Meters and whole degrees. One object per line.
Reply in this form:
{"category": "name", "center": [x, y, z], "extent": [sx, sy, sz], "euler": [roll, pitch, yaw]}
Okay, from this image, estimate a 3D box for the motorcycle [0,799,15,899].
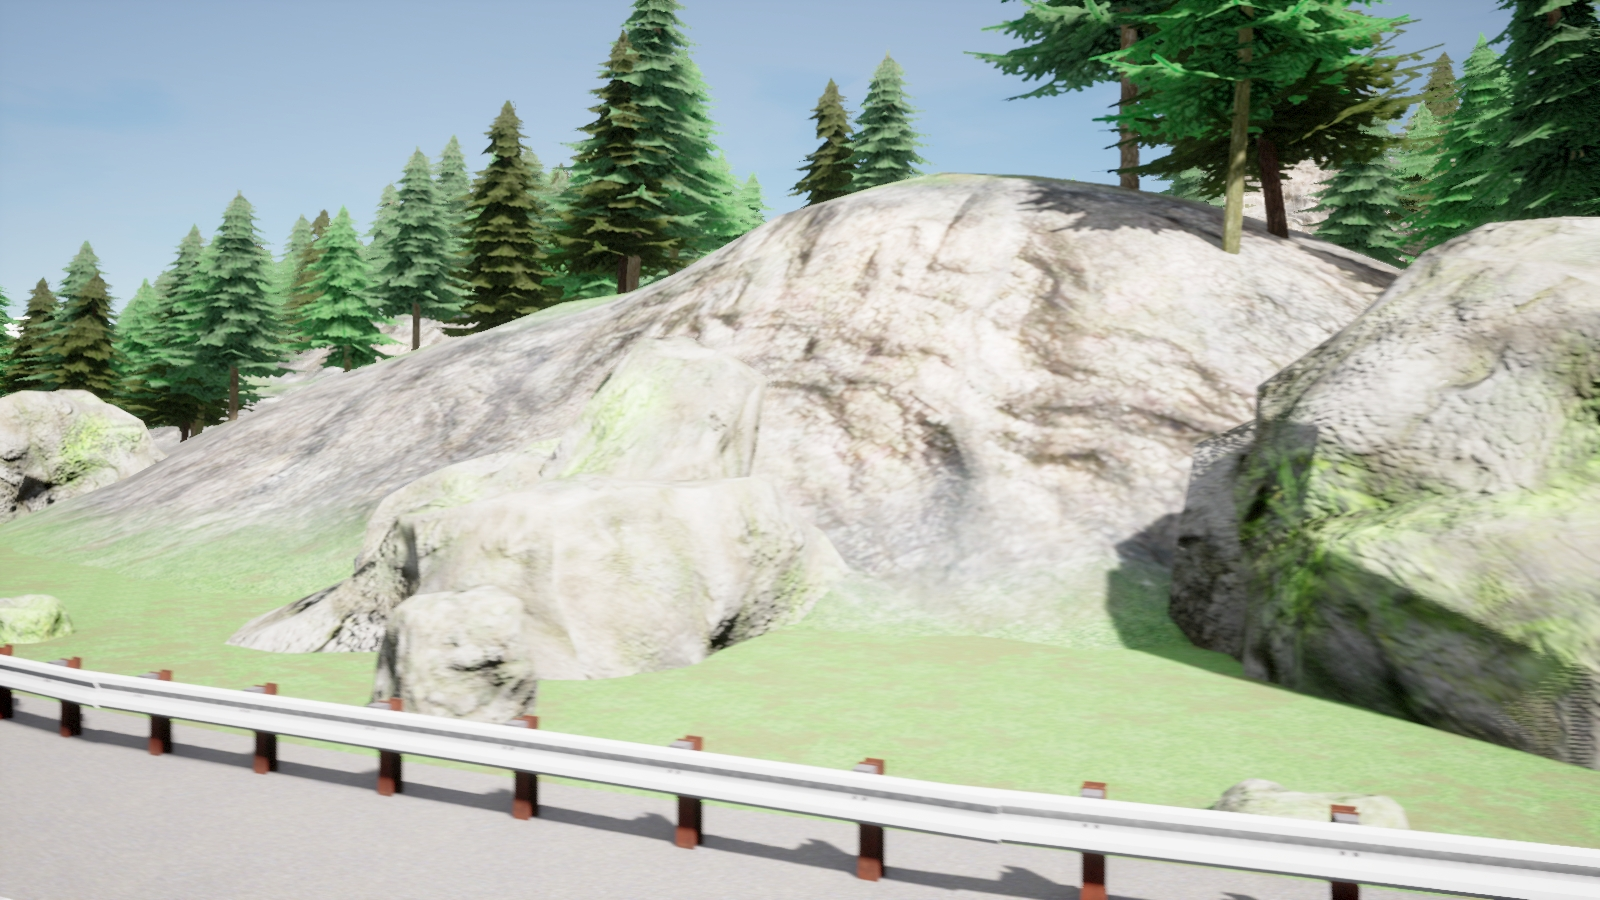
{"category": "motorcycle", "center": [-4.590, 2.179, 5.160], "extent": [2.033, 1.217, 0.803], "euler": [0, 0, 25]}
